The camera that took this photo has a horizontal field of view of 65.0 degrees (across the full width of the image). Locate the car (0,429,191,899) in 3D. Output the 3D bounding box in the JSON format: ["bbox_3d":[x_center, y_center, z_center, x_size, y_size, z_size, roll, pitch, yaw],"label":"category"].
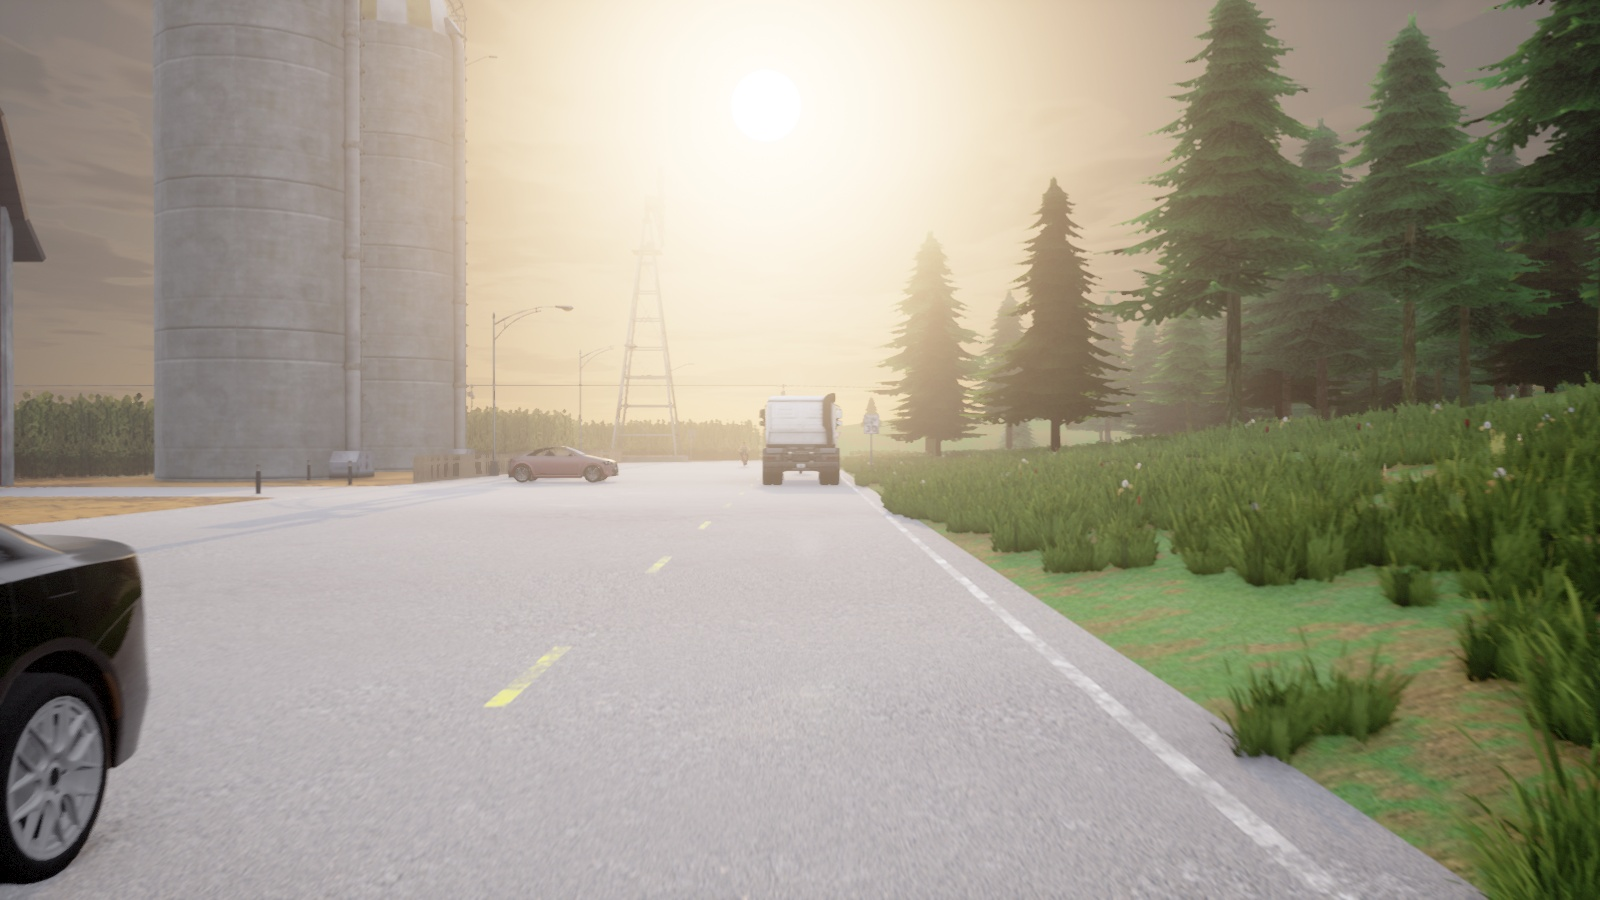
[{"bbox_3d":[-3.487,0.706,2.739,1.882,1.535,5.008,0,0,0],"label":"car"}]

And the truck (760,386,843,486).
[{"bbox_3d":[0.051,-0.504,47.631,2.891,3.462,7.936,0,0,0],"label":"truck"}]
